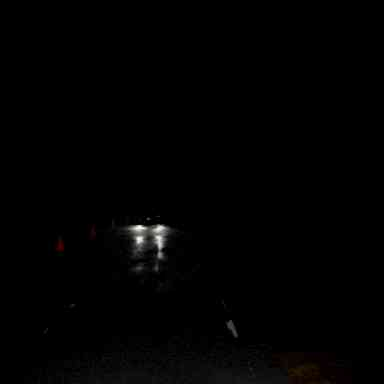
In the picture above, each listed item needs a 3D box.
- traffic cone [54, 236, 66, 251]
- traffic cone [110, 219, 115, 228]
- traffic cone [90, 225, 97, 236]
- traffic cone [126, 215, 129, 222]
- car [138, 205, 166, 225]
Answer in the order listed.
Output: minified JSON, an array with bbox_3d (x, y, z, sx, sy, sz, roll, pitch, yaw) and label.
[{"bbox_3d":[-5.317,2.058,13.414,0.340,0.580,0.340,0,-1,-2],"label":"traffic cone"},{"bbox_3d":[-5.604,2.219,23.495,0.340,0.580,0.340,0,-1,0],"label":"traffic cone"},{"bbox_3d":[-5.486,2.133,18.416,0.340,0.580,0.340,0,-1,-2],"label":"traffic cone"},{"bbox_3d":[-5.530,2.304,28.603,0.340,0.580,0.340,0,-1,2],"label":"traffic cone"},{"bbox_3d":[-3.229,1.837,27.597,1.837,1.490,4.892,0,-1,2],"label":"car"}]
